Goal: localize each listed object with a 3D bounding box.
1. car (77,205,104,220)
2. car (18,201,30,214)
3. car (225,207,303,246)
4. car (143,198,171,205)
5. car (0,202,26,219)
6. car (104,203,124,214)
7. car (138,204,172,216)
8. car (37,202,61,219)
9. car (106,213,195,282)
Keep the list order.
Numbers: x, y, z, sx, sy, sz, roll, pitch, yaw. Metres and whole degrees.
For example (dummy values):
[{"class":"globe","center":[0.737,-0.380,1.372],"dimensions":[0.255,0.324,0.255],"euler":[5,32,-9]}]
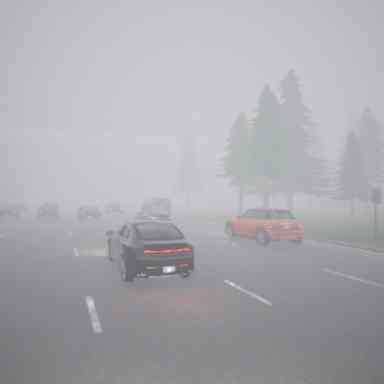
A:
[{"class":"car","center":[-9.775,1.920,31.350],"dimensions":[1.895,1.301,4.718],"euler":[1,-1,-22]},{"class":"car","center":[-21.018,1.882,40.734],"dimensions":[1.812,1.442,4.674],"euler":[1,-1,-22]},{"class":"car","center":[3.476,1.586,16.885],"dimensions":[2.097,1.767,4.553],"euler":[1,-1,-21]},{"class":"car","center":[-3.786,1.629,35.252],"dimensions":[2.150,2.045,5.566],"euler":[1,-1,-22]},{"class":"car","center":[-17.634,1.876,32.191],"dimensions":[1.895,1.301,4.718],"euler":[1,-1,-22]},{"class":"car","center":[-9.537,1.977,40.267],"dimensions":[2.033,1.411,5.357],"euler":[1,-1,-22]},{"class":"car","center":[-2.624,1.789,22.780],"dimensions":[1.812,1.442,4.674],"euler":[1,-1,-22]},{"class":"car","center":[-13.942,1.903,32.370],"dimensions":[1.895,1.301,4.718],"euler":[1,-1,-22]},{"class":"car","center":[-1.443,1.624,10.293],"dimensions":[1.837,1.490,4.892],"euler":[1,0,-22]}]
